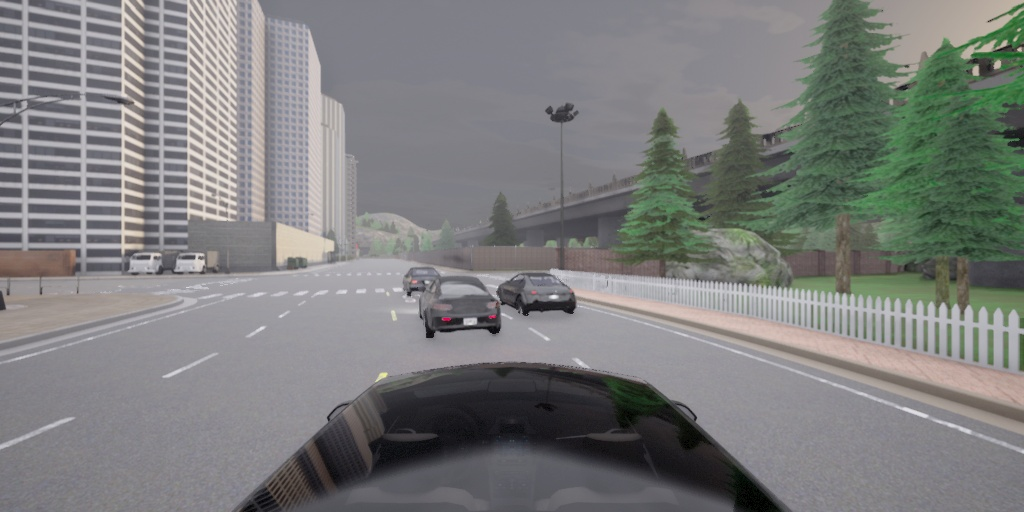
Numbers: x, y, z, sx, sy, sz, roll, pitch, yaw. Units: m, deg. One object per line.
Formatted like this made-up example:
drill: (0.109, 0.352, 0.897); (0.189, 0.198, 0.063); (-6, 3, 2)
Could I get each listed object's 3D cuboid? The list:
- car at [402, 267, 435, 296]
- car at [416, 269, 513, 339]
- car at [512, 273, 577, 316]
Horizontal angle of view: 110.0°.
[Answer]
car: (-4.887, 1.299, 19.489); (2.033, 1.411, 5.357); (0, 0, -20)
car: (-1.591, 1.274, 10.102); (1.812, 1.442, 4.674); (0, 0, -17)
car: (0.786, 1.311, 13.608); (1.994, 1.385, 4.181); (0, 0, -17)
